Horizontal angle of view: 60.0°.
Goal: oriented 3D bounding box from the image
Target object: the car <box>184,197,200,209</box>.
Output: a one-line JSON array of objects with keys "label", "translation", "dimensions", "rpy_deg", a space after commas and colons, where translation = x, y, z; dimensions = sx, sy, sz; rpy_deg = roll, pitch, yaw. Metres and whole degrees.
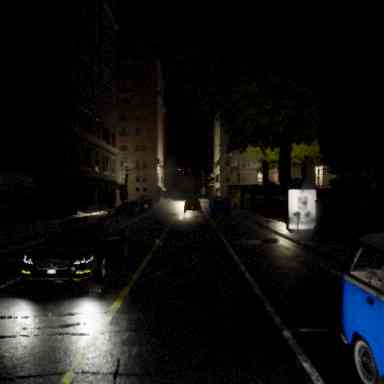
[{"label": "car", "translation": [0.000, 1.447, 46.585], "dimensions": [2.128, 1.511, 4.902], "rpy_deg": [0, 0, 0]}]

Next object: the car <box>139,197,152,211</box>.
[{"label": "car", "translation": [-5.854, 1.517, 36.580], "dimensions": [1.887, 1.381, 4.507], "rpy_deg": [0, 0, 0]}]

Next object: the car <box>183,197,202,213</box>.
[{"label": "car", "translation": [0.075, 1.451, 36.171], "dimensions": [1.882, 1.535, 5.008], "rpy_deg": [0, 0, 1]}]

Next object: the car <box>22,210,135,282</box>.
[{"label": "car", "translation": [-3.101, 1.502, 9.771], "dimensions": [1.837, 1.490, 4.892], "rpy_deg": [0, 0, 0]}]

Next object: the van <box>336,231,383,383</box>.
[{"label": "van", "translation": [2.671, 1.341, 2.643], "dimensions": [1.690, 1.788, 3.998], "rpy_deg": [0, 0, 0]}]

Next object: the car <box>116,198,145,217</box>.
[{"label": "car", "translation": [-5.854, 1.546, 30.921], "dimensions": [1.947, 1.339, 4.313], "rpy_deg": [0, 0, 0]}]

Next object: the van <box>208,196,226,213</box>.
[{"label": "van", "translation": [2.673, 1.314, 36.589], "dimensions": [1.690, 1.788, 3.998], "rpy_deg": [0, 0, 0]}]

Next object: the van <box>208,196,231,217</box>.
[{"label": "van", "translation": [2.672, 1.321, 30.932], "dimensions": [1.690, 1.788, 3.998], "rpy_deg": [0, 0, 0]}]

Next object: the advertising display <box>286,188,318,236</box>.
[{"label": "advertising display", "translation": [5.632, 1.019, 17.076], "dimensions": [1.540, 2.440, 0.280], "rpy_deg": [0, 0, 0]}]

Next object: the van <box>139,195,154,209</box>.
[{"label": "van", "translation": [-5.852, 1.305, 42.240], "dimensions": [1.690, 1.788, 3.998], "rpy_deg": [0, 0, 0]}]
